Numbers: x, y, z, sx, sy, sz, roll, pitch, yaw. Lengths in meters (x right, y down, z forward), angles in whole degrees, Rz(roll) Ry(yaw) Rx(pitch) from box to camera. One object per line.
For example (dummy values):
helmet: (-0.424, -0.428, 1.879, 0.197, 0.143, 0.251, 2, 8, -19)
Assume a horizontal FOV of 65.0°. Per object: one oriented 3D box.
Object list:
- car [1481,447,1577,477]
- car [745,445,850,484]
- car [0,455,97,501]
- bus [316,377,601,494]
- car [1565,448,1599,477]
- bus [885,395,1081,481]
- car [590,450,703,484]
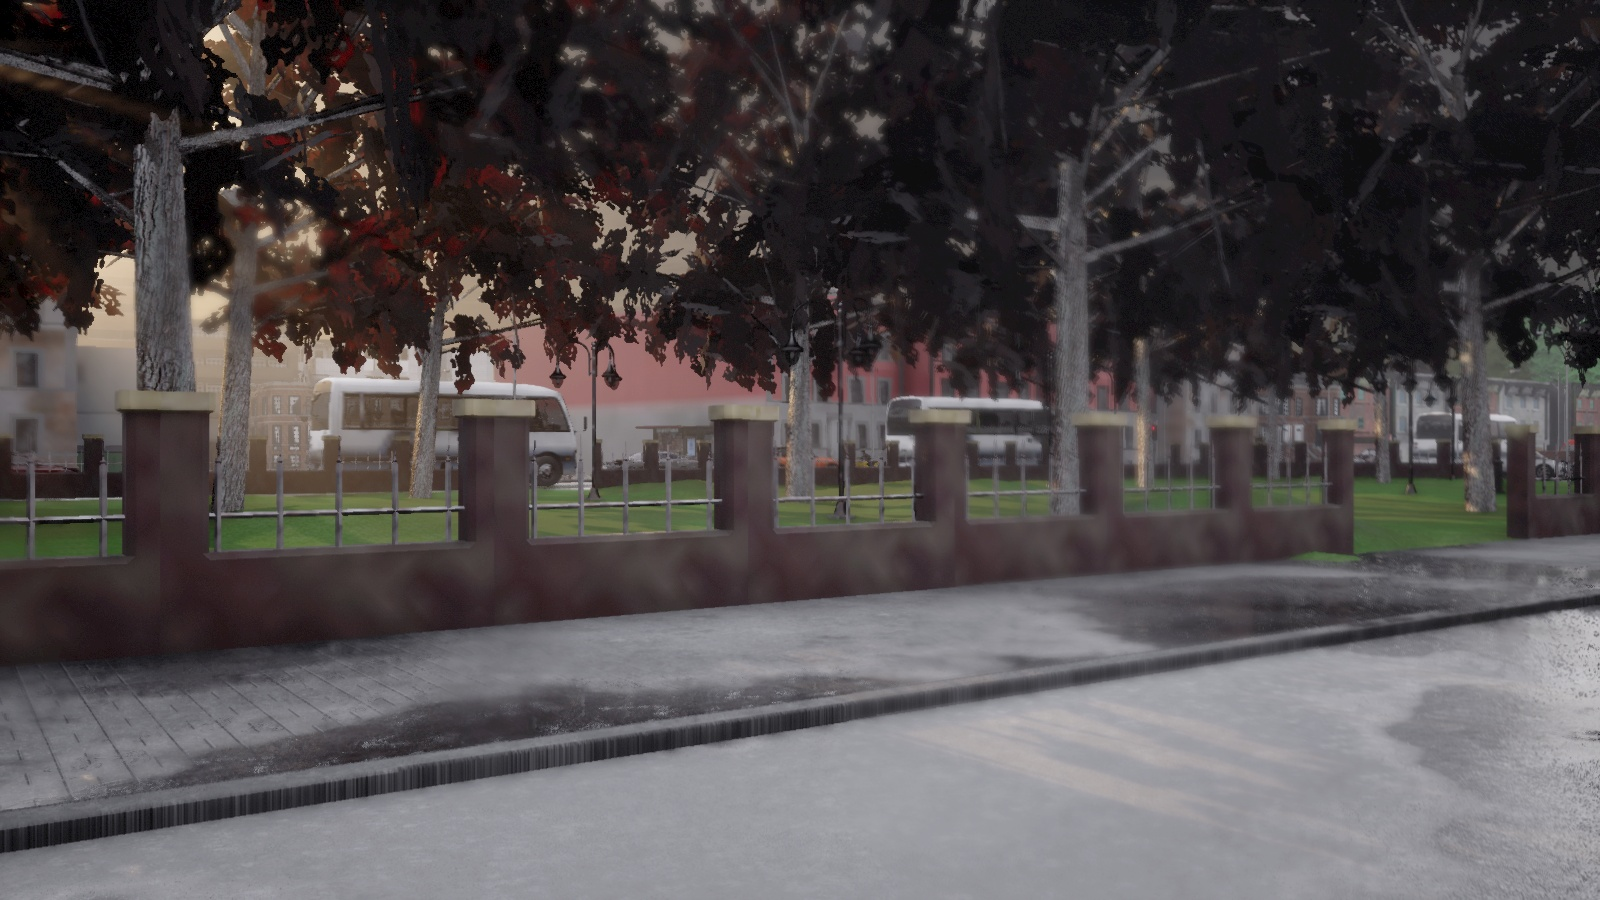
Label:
car: (37.562, 0.598, 64.728, 1.970, 1.475, 3.806, 0, 0, -37)
car: (-0.110, 0.653, 59.509, 4.553, 1.767, 2.097, 0, 0, -34)
car: (-25.747, 0.907, 41.529, 4.193, 1.474, 1.816, 0, 0, -35)
bus: (-13.488, -0.530, 50.131, 10.273, 4.253, 3.944, 0, 0, -34)
car: (41.943, 0.628, 64.905, 1.845, 1.501, 3.633, 0, 0, -35)
bus: (9.778, -0.619, 66.469, 10.273, 4.253, 3.944, -1, 0, -34)
car: (-7.226, 0.784, 59.393, 4.902, 1.511, 2.128, 0, 0, -35)
